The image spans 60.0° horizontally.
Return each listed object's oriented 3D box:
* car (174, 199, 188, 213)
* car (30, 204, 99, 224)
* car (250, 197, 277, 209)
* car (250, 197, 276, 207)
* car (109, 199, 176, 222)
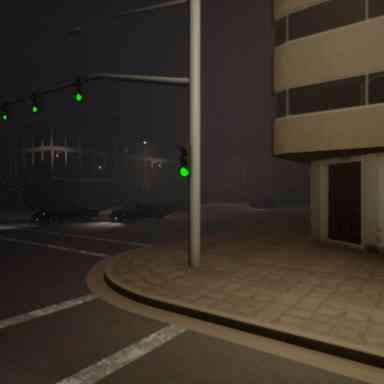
[{"bbox_3d":[-2.000,1.487,35.072,1.837,1.490,4.892,0,1,36],"label":"car"},{"bbox_3d":[-9.422,1.586,24.844,1.895,1.301,4.718,0,0,36],"label":"car"},{"bbox_3d":[9.909,1.536,45.475,2.033,1.411,5.357,0,0,36],"label":"car"},{"bbox_3d":[11.415,1.533,53.400,2.033,1.411,5.357,0,0,36],"label":"car"},{"bbox_3d":[-3.979,1.535,26.388,2.033,1.411,5.357,0,0,36],"label":"car"}]
